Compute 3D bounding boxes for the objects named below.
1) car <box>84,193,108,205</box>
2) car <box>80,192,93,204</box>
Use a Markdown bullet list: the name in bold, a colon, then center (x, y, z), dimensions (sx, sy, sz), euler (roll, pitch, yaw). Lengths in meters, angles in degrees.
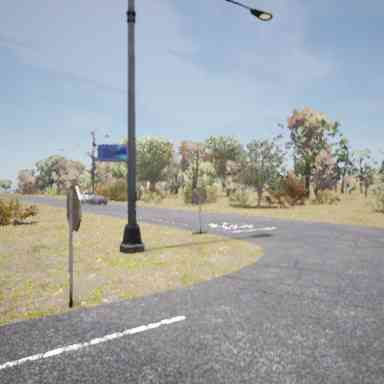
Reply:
- **car**: center (-15.002, 1.321, 52.978), dimensions (2.033, 1.411, 5.357), euler (0, 0, -33)
- **car**: center (-18.986, 0.981, 58.933), dimensions (2.150, 2.045, 5.566), euler (0, 0, -34)
